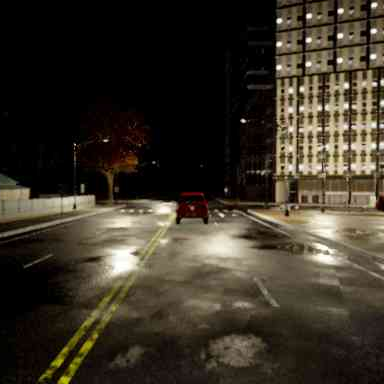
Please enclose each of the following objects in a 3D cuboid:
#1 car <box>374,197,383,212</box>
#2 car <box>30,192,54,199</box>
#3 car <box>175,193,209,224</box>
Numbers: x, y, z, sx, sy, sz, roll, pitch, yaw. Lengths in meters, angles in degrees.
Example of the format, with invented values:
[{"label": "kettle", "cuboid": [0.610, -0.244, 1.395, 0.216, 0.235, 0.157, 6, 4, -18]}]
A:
[{"label": "car", "cuboid": [22.990, 1.459, 36.744, 5.009, 1.841, 2.192, 1, 2, 20]}, {"label": "car", "cuboid": [-27.417, 0.793, 61.075, 4.553, 1.767, 2.097, 0, 2, 21]}, {"label": "car", "cuboid": [-0.017, 1.096, 23.580, 2.150, 2.045, 5.566, 0, 0, -1]}]
